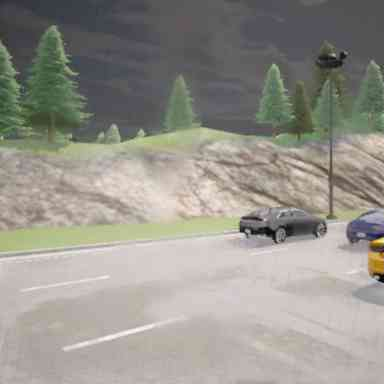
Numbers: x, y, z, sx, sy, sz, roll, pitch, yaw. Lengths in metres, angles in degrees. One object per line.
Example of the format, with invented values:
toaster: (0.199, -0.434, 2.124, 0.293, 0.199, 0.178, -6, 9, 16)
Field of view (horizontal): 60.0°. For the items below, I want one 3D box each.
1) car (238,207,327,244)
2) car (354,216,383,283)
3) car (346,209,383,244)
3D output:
car: (4.328, 1.434, 15.471, 4.902, 1.511, 2.128, 0, 0, -36)
car: (6.341, 1.434, 8.285, 5.008, 1.535, 1.882, 0, 0, -36)
car: (8.324, 1.460, 14.066, 4.674, 1.442, 1.812, 0, 0, -36)
